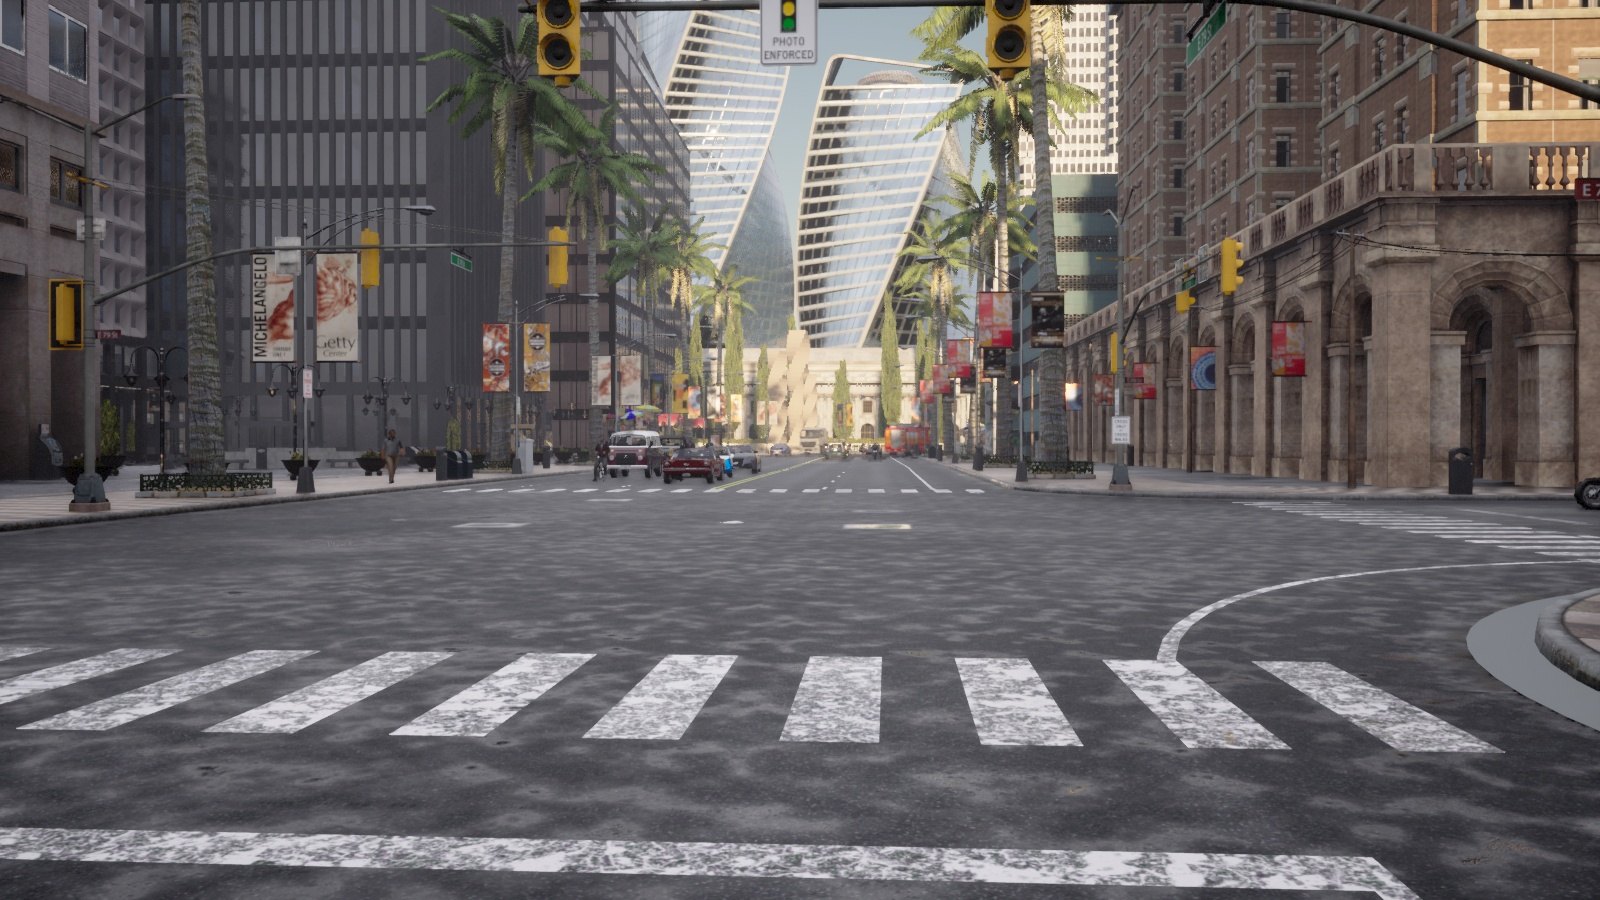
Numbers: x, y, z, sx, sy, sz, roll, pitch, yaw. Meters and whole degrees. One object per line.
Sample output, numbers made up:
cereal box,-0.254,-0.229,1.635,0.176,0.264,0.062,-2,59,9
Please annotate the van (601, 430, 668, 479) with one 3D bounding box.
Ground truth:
van,-7.118,0.156,54.544,2.069,2.038,4.480,0,0,4

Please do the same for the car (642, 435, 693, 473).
car,-6.588,0.182,62.927,1.905,1.878,3.866,0,0,4

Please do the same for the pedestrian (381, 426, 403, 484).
pedestrian,-13.230,0.163,40.722,0.540,1.848,0.694,0,0,-29

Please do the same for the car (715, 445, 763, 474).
car,-3.054,0.450,63.475,1.994,1.385,4.181,0,0,3

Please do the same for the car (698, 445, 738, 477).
car,-3.574,0.487,55.148,1.481,1.376,2.207,0,0,4

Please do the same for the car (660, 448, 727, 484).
car,-4.025,0.572,48.115,1.895,1.301,4.718,0,0,3

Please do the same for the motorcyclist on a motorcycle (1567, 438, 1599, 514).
motorcyclist on a motorcycle,18.289,0.556,27.621,2.350,1.649,0.766,0,0,3
